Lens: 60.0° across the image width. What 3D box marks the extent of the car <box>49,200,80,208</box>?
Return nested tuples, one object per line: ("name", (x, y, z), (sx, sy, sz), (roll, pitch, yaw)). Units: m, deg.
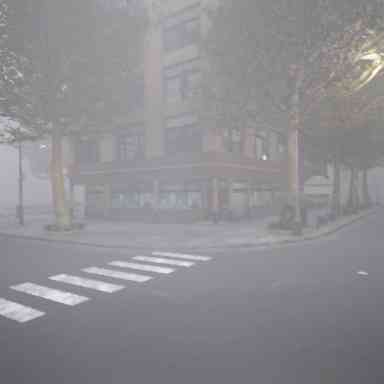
("car", (-21.124, 2.059, 55.208), (1.895, 1.301, 4.718), (-1, 0, 35))
